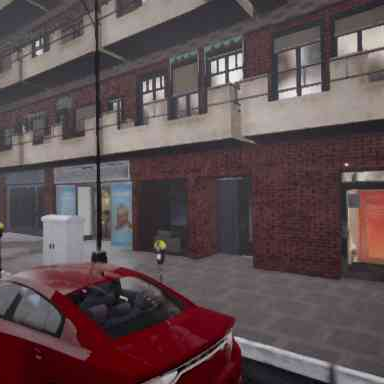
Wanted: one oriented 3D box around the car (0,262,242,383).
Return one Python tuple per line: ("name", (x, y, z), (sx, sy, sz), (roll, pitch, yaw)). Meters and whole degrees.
("car", (-1.608, 1.543, 4.039), (4.507, 1.381, 1.887), (0, -1, 36))
